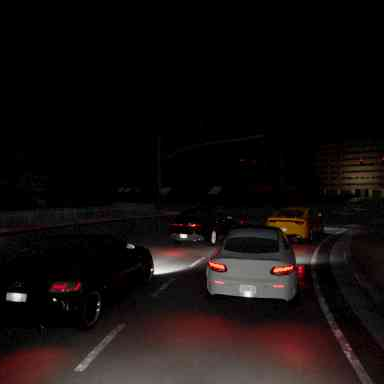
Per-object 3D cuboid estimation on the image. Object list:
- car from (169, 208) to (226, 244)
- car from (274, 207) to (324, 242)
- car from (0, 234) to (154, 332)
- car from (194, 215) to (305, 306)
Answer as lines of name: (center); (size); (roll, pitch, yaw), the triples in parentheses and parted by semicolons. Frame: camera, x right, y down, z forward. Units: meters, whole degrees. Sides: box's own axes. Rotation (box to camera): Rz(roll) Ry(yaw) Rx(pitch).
car: (0.636, 1.505, 15.441); (1.837, 1.490, 4.892); (0, 0, 24)
car: (5.237, 1.478, 16.536); (1.882, 1.535, 5.008); (0, 0, 30)
car: (-2.255, 1.564, 7.010); (1.994, 1.385, 4.181); (0, 0, 12)
car: (1.539, 1.526, 8.032); (1.812, 1.442, 4.674); (0, 0, 14)
